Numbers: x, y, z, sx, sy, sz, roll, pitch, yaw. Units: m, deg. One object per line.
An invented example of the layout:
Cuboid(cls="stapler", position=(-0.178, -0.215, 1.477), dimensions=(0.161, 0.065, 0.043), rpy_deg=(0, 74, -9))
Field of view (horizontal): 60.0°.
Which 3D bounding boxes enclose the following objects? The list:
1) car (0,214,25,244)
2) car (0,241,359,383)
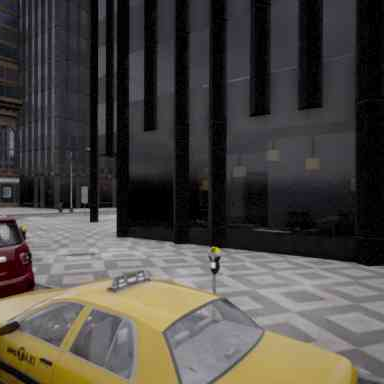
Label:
Cuboid(cls="car", position=(-5.147, 1.313, 6.589), dimensions=(5.009, 1.841, 2.192), rpy_deg=(0, 0, 35))
Cuboid(cls="car", position=(-0.853, 1.525, 3.560), dimensions=(4.829, 1.417, 1.752), rpy_deg=(0, 0, 35))
